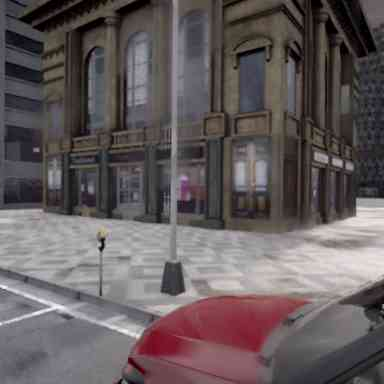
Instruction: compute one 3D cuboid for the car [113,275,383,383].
[{"bbox_3d":[1.754,1.323,1.713,5.009,1.841,2.192,1,1,36],"label":"car"}]
